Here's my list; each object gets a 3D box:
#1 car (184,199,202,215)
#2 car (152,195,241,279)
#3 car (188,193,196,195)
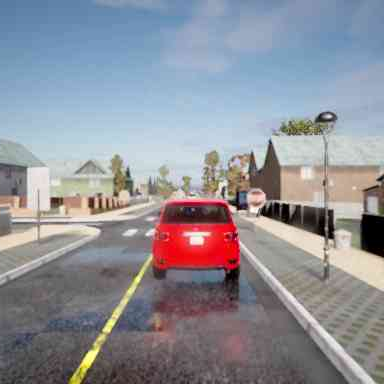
[{"bbox_3d":[0.087,1.491,34.844,1.812,1.442,4.674,0,0,0],"label":"car"},{"bbox_3d":[0.095,1.192,10.047,2.150,2.045,5.566,0,-1,0],"label":"car"},{"bbox_3d":[-0.026,1.297,64.678,2.150,2.045,5.566,0,0,0],"label":"car"}]
